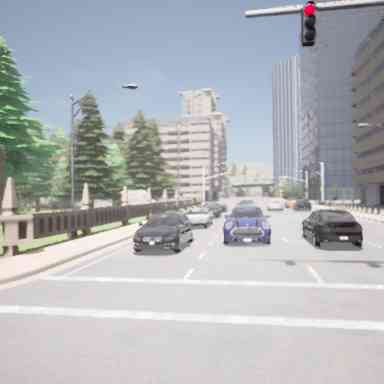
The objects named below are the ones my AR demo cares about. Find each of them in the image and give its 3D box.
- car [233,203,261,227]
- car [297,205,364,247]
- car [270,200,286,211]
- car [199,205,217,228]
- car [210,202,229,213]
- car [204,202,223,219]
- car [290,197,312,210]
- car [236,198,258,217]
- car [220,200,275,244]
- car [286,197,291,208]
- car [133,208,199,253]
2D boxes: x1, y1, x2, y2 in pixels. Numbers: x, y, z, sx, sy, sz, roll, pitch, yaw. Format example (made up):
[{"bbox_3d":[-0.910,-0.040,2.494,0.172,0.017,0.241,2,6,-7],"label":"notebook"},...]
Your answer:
[{"bbox_3d":[4.229,1.663,25.460,1.882,1.535,5.008,-1,-1,9],"label":"car"},{"bbox_3d":[6.300,1.559,15.317,1.837,1.490,4.892,-1,-1,9],"label":"car"},{"bbox_3d":[11.113,1.787,44.656,1.812,1.442,4.674,-1,0,10],"label":"car"},{"bbox_3d":[0.418,1.832,23.883,1.895,1.301,4.718,-1,-1,9],"label":"car"},{"bbox_3d":[3.600,1.964,42.818,1.895,1.301,4.718,-1,-1,10],"label":"car"},{"bbox_3d":[1.943,1.787,33.046,2.128,1.511,4.902,-1,-1,9],"label":"car"},{"bbox_3d":[14.494,1.702,43.667,1.837,1.490,4.892,-1,-1,10],"label":"car"},{"bbox_3d":[5.852,1.606,35.206,2.097,1.767,4.553,-1,-1,9],"label":"car"},{"bbox_3d":[2.724,1.474,16.409,2.097,1.767,4.553,-1,-1,9],"label":"car"},{"bbox_3d":[15.884,1.612,52.413,2.097,1.767,4.553,-1,-1,9],"label":"car"},{"bbox_3d":[-1.097,1.672,14.745,1.837,1.490,4.892,-1,-1,9],"label":"car"}]
